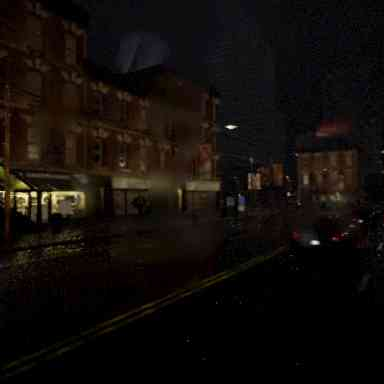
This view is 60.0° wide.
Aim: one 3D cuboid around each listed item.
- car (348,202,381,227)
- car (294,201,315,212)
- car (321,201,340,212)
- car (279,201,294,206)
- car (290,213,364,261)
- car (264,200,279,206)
[{"bbox_3d":[13.318,1.827,25.716,1.837,1.490,4.892,-1,-1,33],"label":"car"},{"bbox_3d":[17.494,2.299,51.245,1.895,1.301,4.718,0,-1,6],"label":"car"},{"bbox_3d":[20.795,2.149,50.167,2.128,1.511,4.902,0,-1,8],"label":"car"},{"bbox_3d":[24.081,2.717,80.765,1.895,1.301,4.718,0,-1,-28],"label":"car"},{"bbox_3d":[5.364,1.743,13.221,1.994,1.385,4.181,-1,-1,33],"label":"car"},{"bbox_3d":[20.774,2.740,85.446,2.002,1.452,4.674,0,-1,-38],"label":"car"}]
